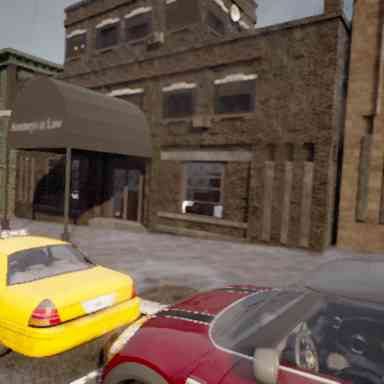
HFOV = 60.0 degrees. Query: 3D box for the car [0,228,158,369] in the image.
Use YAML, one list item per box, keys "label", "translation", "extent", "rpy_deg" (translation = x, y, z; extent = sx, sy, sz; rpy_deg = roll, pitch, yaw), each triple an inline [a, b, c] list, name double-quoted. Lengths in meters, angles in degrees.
- label: "car"
  translation: [-3.312, 1.429, 5.898]
  extent: [5.366, 1.575, 1.946]
  rpy_deg: [1, 0, 36]
